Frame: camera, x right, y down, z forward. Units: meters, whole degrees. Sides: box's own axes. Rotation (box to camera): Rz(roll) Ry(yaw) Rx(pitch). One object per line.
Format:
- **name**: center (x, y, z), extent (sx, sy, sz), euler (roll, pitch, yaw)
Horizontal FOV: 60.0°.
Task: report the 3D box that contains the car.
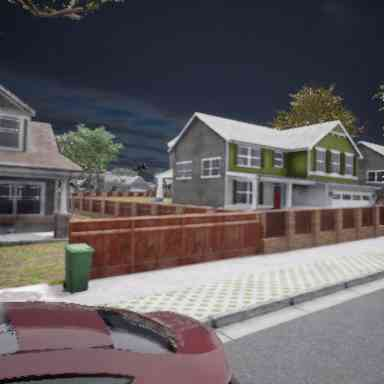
- **car**: center (-1.740, 1.524, 1.829), extent (4.674, 1.442, 1.812), euler (0, 0, -35)
